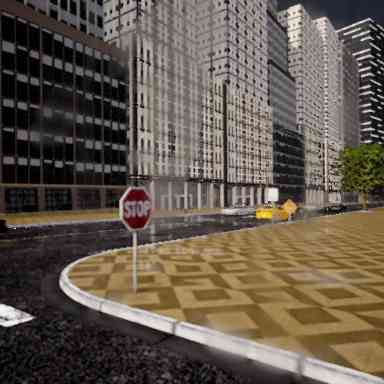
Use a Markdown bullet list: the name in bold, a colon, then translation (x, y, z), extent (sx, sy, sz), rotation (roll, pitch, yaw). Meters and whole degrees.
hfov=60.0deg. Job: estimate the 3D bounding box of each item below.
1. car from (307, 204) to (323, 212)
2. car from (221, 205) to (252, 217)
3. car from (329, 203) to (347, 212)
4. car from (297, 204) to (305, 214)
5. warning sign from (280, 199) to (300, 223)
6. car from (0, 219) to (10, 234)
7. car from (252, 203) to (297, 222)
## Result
- **car**: translation (19.263, 2.492, 52.599), extent (1.895, 1.301, 4.718), rotation (-1, -1, 36)
- **car**: translation (5.302, 2.217, 39.174), extent (1.895, 1.301, 4.718), rotation (-1, -1, 36)
- **car**: translation (22.601, 2.438, 51.504), extent (1.994, 1.385, 4.181), rotation (-1, -1, 36)
- **car**: translation (13.218, 2.229, 44.263), extent (1.837, 1.490, 4.892), rotation (-1, -1, 37)
- **warning sign**: translation (7.843, 1.495, 26.641), extent (1.300, 1.860, 1.060), rotation (0, 0, 36)
- **car**: translation (-11.753, 1.688, 15.886), extent (2.033, 1.411, 5.357), rotation (-1, -2, 36)
- **car**: translation (7.821, 1.946, 31.292), extent (1.882, 1.535, 5.008), rotation (-1, -1, 36)
